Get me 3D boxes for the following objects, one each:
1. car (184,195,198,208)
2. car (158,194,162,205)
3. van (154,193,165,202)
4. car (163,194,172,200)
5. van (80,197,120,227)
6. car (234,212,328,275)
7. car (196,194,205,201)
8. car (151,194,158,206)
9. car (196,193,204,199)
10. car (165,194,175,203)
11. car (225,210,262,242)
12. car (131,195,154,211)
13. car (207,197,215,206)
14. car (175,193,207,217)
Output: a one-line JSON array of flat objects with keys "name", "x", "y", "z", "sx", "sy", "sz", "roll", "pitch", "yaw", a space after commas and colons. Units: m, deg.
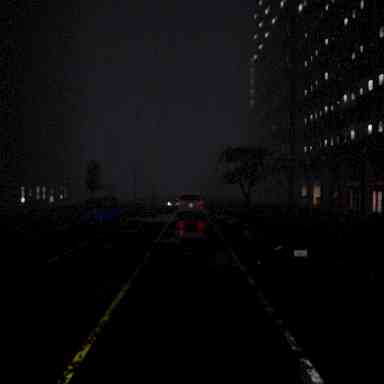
[{"name": "car", "x": -0.158, "y": 1.288, "z": 45.840, "sx": 1.882, "sy": 1.535, "sz": 5.008, "roll": 0, "pitch": 0, "yaw": 0}, {"name": "car", "x": -5.952, "y": 1.347, "z": 49.488, "sx": 1.887, "sy": 1.381, "sz": 4.507, "roll": -1, "pitch": 0, "yaw": 0}, {"name": "van", "x": -5.985, "y": 1.125, "z": 55.112, "sx": 1.690, "sy": 1.788, "sz": 3.998, "roll": -1, "pitch": 0, "yaw": 0}, {"name": "car", "x": -6.128, "y": 1.249, "z": 83.238, "sx": 2.008, "sy": 1.369, "sz": 4.403, "roll": -1, "pitch": 0, "yaw": 0}, {"name": "van", "x": -5.809, "y": 1.249, "z": 21.363, "sx": 1.690, "sy": 1.788, "sz": 3.998, "roll": -1, "pitch": 0, "yaw": 0}, {"name": "car", "x": 2.633, "y": 1.516, "z": 10.157, "sx": 1.947, "sy": 1.339, "sz": 4.313, "roll": -1, "pitch": 0, "yaw": 0}, {"name": "car", "x": 1.967, "y": 1.240, "z": 75.405, "sx": 1.812, "sy": 1.442, "sz": 4.674, "roll": 0, "pitch": 0, "yaw": 0}, {"name": "car", "x": -5.923, "y": 1.347, "z": 43.694, "sx": 1.752, "sy": 1.417, "sz": 4.829, "roll": -1, "pitch": 0, "yaw": 0}, {"name": "car", "x": 2.192, "y": 1.103, "z": 94.531, "sx": 1.967, "sy": 1.590, "sz": 4.097, "roll": -1, "pitch": 0, "yaw": 0}, {"name": "car", "x": -3.348, "y": 1.237, "z": 61.833, "sx": 1.882, "sy": 1.535, "sz": 5.008, "roll": 0, "pitch": 0, "yaw": 0}, {"name": "car", "x": 2.603, "y": 1.492, "z": 15.782, "sx": 1.947, "sy": 1.339, "sz": 4.313, "roll": -1, "pitch": 0, "yaw": 0}, {"name": "car", "x": -5.894, "y": 1.392, "z": 38.238, "sx": 2.008, "sy": 1.369, "sz": 4.403, "roll": -1, "pitch": 0, "yaw": 0}, {"name": "car", "x": 2.428, "y": 1.378, "z": 49.532, "sx": 1.802, "sy": 1.307, "sz": 4.206, "roll": -1, "pitch": 0, "yaw": 0}, {"name": "car", "x": -0.082, "y": 1.095, "z": 29.615, "sx": 2.150, "sy": 2.045, "sz": 5.566, "roll": 0, "pitch": 1, "yaw": 0}]
